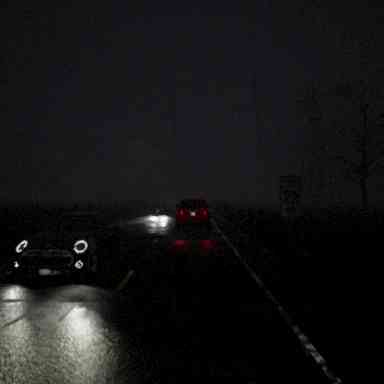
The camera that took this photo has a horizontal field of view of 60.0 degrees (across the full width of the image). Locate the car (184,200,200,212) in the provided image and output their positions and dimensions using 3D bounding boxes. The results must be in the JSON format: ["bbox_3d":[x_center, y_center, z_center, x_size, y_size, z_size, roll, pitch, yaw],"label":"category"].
[{"bbox_3d":[-0.021,1.903,46.575,2.128,1.511,4.902,0,0,0],"label":"car"}]

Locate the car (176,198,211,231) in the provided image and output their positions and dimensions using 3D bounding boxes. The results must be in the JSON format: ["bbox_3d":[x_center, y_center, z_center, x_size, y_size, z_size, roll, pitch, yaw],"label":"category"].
[{"bbox_3d":[0.071,1.420,22.360,2.150,2.045,5.566,0,-1,0],"label":"car"}]

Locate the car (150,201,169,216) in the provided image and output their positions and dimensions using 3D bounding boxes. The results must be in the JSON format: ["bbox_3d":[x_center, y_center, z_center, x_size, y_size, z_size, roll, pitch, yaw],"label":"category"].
[{"bbox_3d":[-3.620,1.826,37.753,2.128,1.511,4.902,0,-1,0],"label":"car"}]

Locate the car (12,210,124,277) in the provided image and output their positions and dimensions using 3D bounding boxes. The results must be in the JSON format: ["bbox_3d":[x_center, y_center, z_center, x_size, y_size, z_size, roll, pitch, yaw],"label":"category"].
[{"bbox_3d":[-3.663,1.448,10.643,2.097,1.767,4.553,0,-1,2],"label":"car"}]
